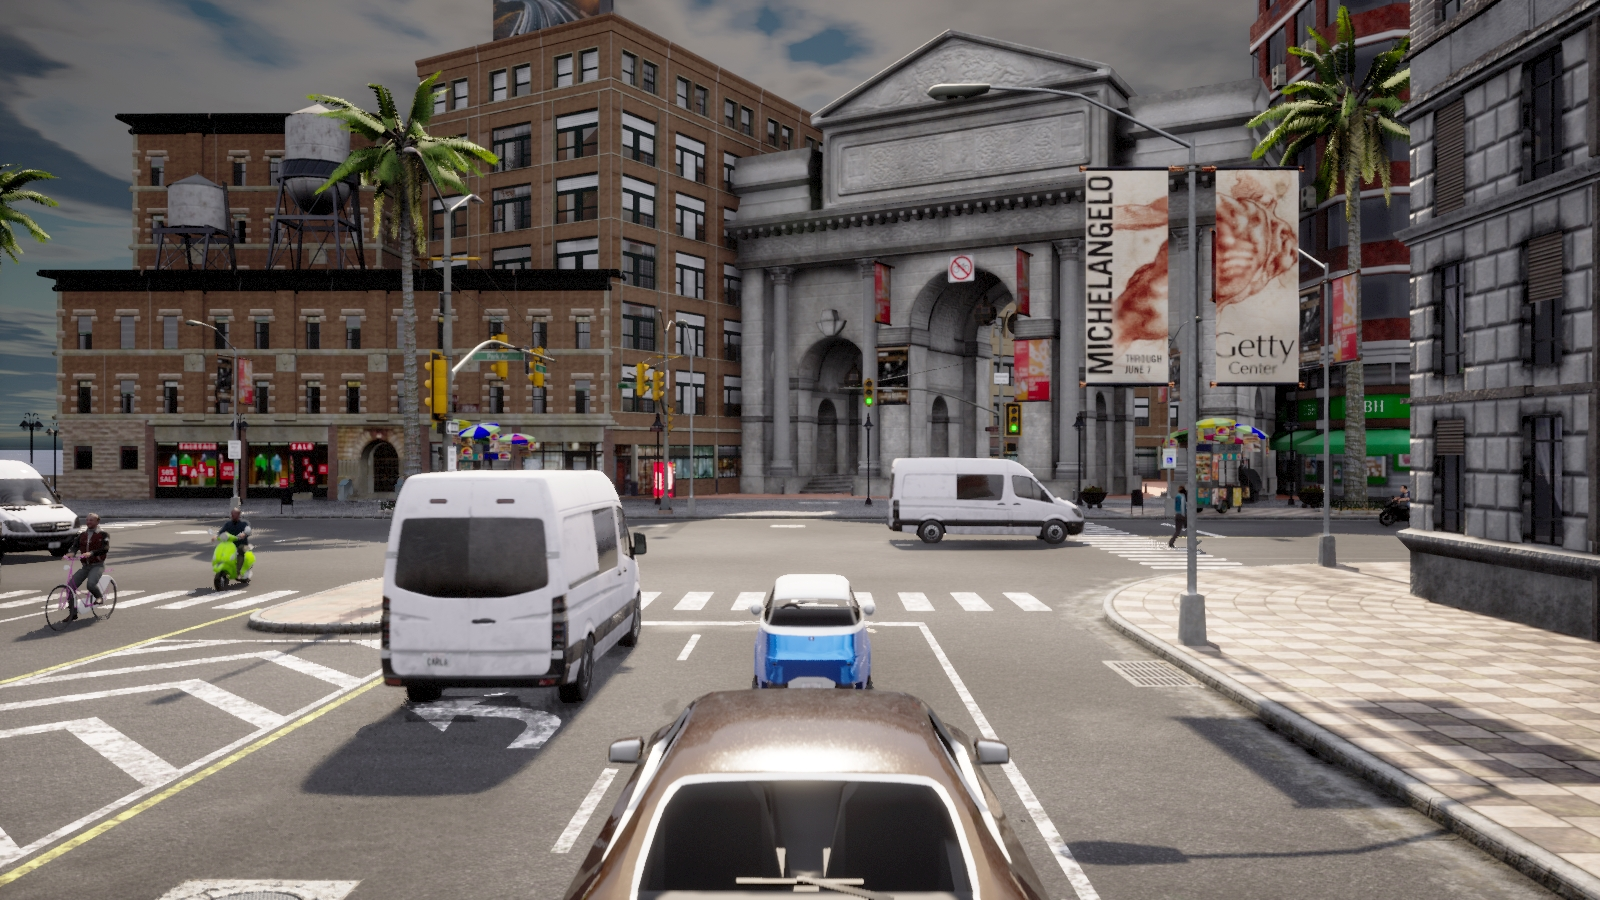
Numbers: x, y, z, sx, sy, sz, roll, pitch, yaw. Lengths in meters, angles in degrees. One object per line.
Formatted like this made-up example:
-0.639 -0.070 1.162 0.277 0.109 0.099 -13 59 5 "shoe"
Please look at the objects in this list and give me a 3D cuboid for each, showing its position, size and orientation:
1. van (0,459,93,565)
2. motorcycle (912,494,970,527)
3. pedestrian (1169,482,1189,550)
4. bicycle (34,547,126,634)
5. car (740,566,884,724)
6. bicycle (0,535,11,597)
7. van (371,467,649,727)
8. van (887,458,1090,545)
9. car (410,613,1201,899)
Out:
-21.595 1.534 30.082 5.915 2.561 1.988 0 0 22 "van"
5.152 2.213 41.779 2.033 1.145 0.803 0 0 1 "motorcycle"
10.657 1.849 32.104 0.375 1.860 0.375 0 0 -18 "pedestrian"
-11.461 2.210 18.244 0.329 1.171 1.835 0 0 -1 "bicycle"
0.139 2.119 12.877 1.481 1.376 2.207 0 1 1 "car"
-15.321 2.208 21.317 0.329 1.171 1.835 0 -2 -13 "bicycle"
-3.340 1.534 14.570 1.988 2.561 5.915 0 0 1 "van"
5.670 1.535 34.961 5.915 2.561 1.988 0 0 1 "van"
0.042 1.992 5.623 2.152 1.651 5.027 0 0 1 "car"
